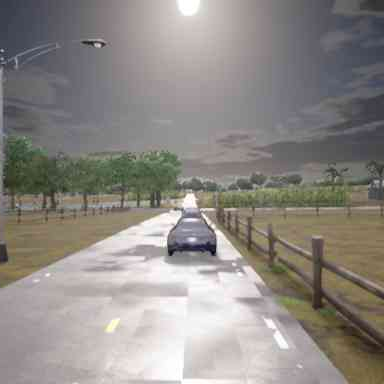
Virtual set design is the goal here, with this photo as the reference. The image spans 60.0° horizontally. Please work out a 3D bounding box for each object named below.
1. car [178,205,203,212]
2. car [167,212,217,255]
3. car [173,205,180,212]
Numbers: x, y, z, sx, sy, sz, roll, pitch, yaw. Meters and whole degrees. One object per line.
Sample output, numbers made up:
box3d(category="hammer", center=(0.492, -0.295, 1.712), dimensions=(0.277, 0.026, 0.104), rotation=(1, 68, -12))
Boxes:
box3d(category="car", center=(0.010, 2.067, 29.391), dimensions=(1.812, 1.442, 4.674), rotation=(0, -1, 0))
box3d(category="car", center=(0.006, 1.767, 14.294), dimensions=(1.994, 1.385, 4.181), rotation=(0, -1, 0))
box3d(category="car", center=(-2.738, 3.334, 68.813), dimensions=(1.994, 1.385, 4.181), rotation=(0, -2, 0))
